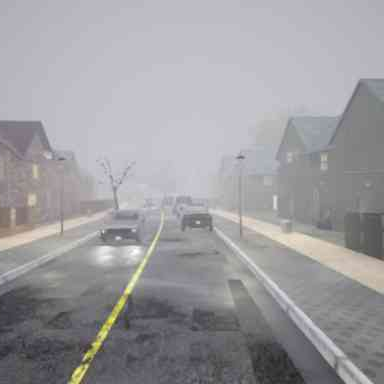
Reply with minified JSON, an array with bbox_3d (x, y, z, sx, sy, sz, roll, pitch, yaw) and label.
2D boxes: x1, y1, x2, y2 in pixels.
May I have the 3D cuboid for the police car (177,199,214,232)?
[{"bbox_3d":[0.193,1.510,21.082,1.930,1.638,5.238,0,0,-3],"label":"police car"}]

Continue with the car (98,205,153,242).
[{"bbox_3d":[-3.300,1.620,17.024,2.033,1.411,5.357,0,0,-3],"label":"car"}]

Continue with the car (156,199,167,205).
[{"bbox_3d":[-6.307,2.050,68.691,1.895,1.301,4.718,0,-1,-10],"label":"car"}]

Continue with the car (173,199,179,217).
[{"bbox_3d":[-0.503,1.683,31.012,1.812,1.442,4.674,0,0,-5],"label":"car"}]

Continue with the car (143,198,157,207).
[{"bbox_3d":[-7.609,1.822,59.578,2.097,1.767,4.553,0,-1,-8],"label":"car"}]

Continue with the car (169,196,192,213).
[{"bbox_3d":[-1.055,1.434,37.058,2.150,2.045,5.566,0,-1,-6],"label":"car"}]

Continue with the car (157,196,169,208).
[{"bbox_3d":[-4.092,1.616,55.140,2.150,2.045,5.566,0,-1,-9],"label":"car"}]
